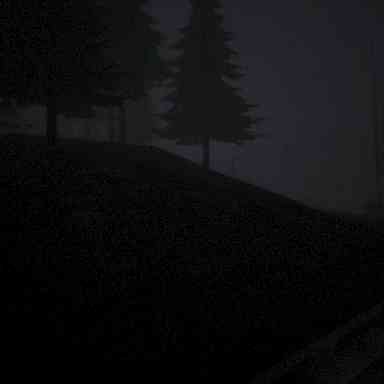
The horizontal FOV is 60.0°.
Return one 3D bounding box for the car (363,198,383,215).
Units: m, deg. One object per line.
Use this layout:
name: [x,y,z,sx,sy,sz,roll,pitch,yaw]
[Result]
car: [18.598,1.335,32.456,1.882,1.535,5.008,0,0,2]
